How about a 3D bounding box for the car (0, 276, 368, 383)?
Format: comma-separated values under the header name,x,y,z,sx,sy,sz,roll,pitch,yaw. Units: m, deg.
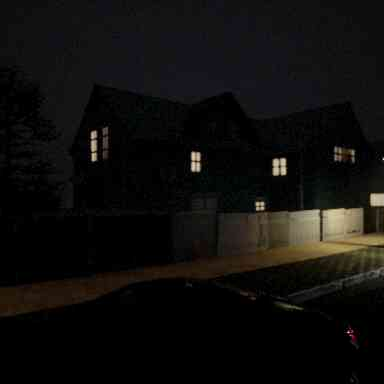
name,x,y,z,sx,sy,sz,roll,pitch,yaw
car,-0.272,1.580,2.996,4.181,1.385,1.994,1,0,-36
